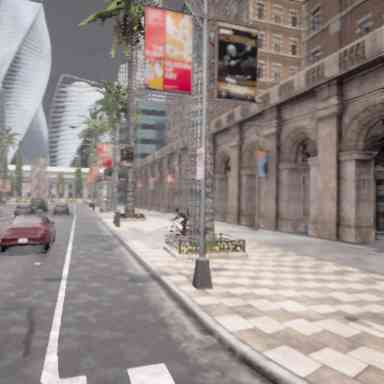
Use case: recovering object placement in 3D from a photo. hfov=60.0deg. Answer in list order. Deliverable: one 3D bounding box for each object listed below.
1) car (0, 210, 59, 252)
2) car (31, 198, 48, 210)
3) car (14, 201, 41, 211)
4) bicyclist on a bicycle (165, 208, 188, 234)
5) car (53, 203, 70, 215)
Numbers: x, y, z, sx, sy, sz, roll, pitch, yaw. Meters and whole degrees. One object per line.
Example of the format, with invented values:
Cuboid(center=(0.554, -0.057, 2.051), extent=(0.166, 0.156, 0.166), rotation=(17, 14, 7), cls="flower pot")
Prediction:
Cuboid(center=(-7.301, 1.754, 15.094), extent=(1.812, 1.442, 4.674), rotation=(1, -1, -19), cls="car")
Cuboid(center=(-23.178, 1.979, 50.279), extent=(2.150, 2.045, 5.566), rotation=(1, -1, -18), cls="car")
Cuboid(center=(-18.528, 2.031, 37.076), extent=(2.128, 1.511, 4.902), rotation=(1, -1, -19), cls="car")
Cuboid(center=(-0.684, 1.690, 18.267), extent=(1.656, 1.620, 0.582), rotation=(1, -1, -19), cls="bicyclist on a bicycle")
Cuboid(center=(-17.251, 2.199, 43.990), extent=(2.128, 1.511, 4.902), rotation=(1, -1, -19), cls="car")
